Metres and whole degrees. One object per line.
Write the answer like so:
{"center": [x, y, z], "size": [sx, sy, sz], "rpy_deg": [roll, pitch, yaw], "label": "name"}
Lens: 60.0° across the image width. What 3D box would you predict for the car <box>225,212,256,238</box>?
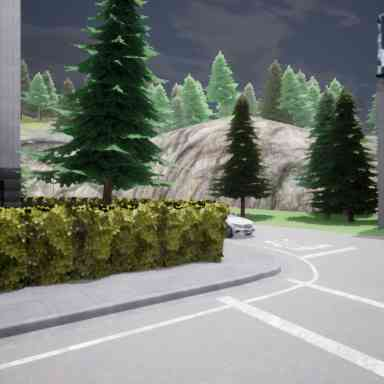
{"center": [1.477, 1.702, 19.120], "size": [1.812, 1.442, 4.674], "rpy_deg": [0, 0, -42], "label": "car"}
